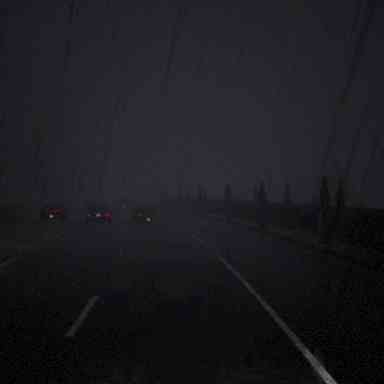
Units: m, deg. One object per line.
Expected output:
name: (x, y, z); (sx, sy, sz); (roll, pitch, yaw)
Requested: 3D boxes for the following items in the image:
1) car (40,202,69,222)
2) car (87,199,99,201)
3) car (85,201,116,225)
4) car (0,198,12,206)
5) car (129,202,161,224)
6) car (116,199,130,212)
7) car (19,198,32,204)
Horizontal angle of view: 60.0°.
car: (-11.484, 1.616, 27.842); (1.837, 1.490, 4.892); (0, 0, -17)
car: (-12.029, 1.634, 40.382); (2.128, 1.511, 4.902); (0, 0, -19)
car: (-6.967, 1.634, 24.946); (2.033, 1.411, 5.357); (0, 0, -14)
car: (-34.654, 1.804, 61.538); (2.128, 1.511, 4.902); (0, 0, -20)
car: (-3.634, 1.677, 25.908); (1.895, 1.301, 4.718); (0, 0, -14)
car: (-8.684, 1.638, 41.425); (1.837, 1.490, 4.892); (0, 0, -19)
car: (-31.364, 1.793, 62.731); (1.812, 1.442, 4.674); (0, 0, -20)
